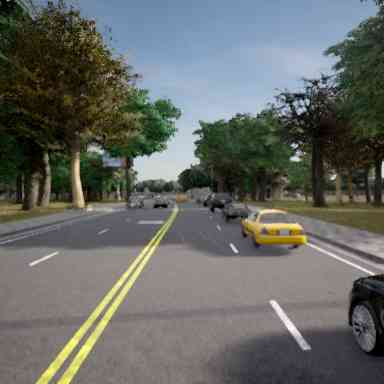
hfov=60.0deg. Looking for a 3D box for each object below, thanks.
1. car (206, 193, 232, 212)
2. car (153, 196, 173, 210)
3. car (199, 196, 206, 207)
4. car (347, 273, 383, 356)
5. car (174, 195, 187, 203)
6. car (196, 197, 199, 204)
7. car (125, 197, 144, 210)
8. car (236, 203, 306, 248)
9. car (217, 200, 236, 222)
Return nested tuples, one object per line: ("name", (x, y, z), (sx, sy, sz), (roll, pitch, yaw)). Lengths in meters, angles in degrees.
("car", (3.065, 1.093, 36.270), (2.150, 2.045, 5.566), (0, 0, -2))
("car", (-3.688, 1.471, 40.364), (1.895, 1.301, 4.718), (0, 0, -2))
("car", (2.620, 1.293, 47.350), (2.033, 1.649, 4.856), (0, 0, -3))
("car", (3.251, 1.476, 3.096), (2.128, 1.511, 4.902), (0, 0, 0))
("car", (-2.181, 1.339, 68.270), (1.882, 1.535, 5.008), (0, 0, -6))
("car", (1.845, 1.416, 58.440), (2.033, 1.411, 5.357), (0, 0, -7))
("car", (-6.972, 1.366, 40.977), (2.128, 1.511, 4.902), (0, 0, -2))
("car", (3.253, 1.394, 14.288), (1.801, 1.575, 5.366), (0, 0, 0))
("car", (3.249, 1.502, 25.155), (1.895, 1.301, 4.718), (0, 0, 0))
